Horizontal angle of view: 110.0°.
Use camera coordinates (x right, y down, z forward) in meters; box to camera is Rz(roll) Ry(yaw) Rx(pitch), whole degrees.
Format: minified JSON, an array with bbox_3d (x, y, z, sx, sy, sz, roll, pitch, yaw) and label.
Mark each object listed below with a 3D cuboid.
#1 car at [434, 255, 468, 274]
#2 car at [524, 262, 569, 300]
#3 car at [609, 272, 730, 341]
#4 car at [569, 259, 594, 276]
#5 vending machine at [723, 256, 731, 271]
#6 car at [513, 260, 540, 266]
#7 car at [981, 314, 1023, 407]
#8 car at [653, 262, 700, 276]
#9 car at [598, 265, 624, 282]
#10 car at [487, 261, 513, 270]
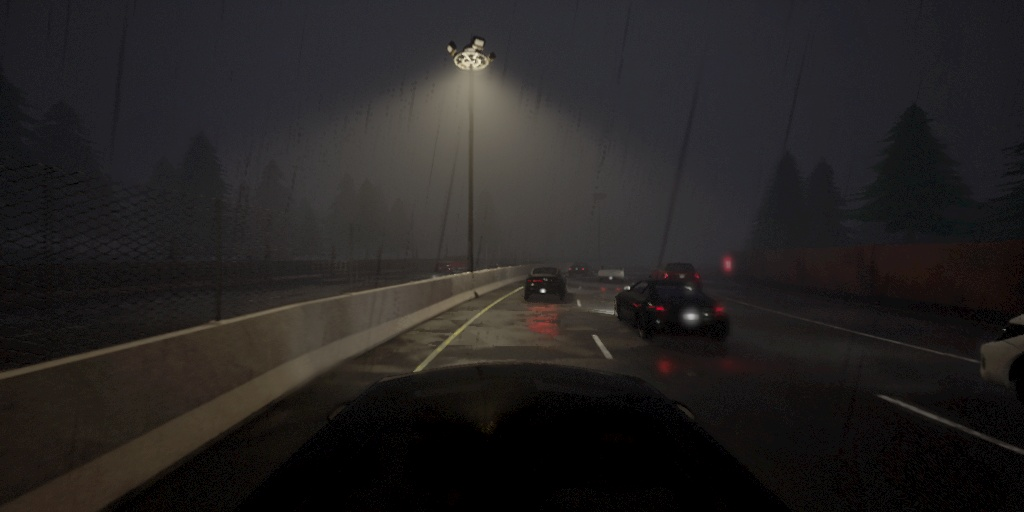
[{"bbox_3d":[-6.571,0.913,40.499,2.150,2.045,5.566,0,0,22],"label":"car"},{"bbox_3d":[1.739,1.251,17.833,1.837,1.490,4.892,0,0,10],"label":"car"},{"bbox_3d":[4.175,1.327,9.997,1.994,1.385,4.181,0,0,5],"label":"car"},{"bbox_3d":[7.146,1.306,36.749,2.033,1.411,5.357,0,0,22],"label":"car"},{"bbox_3d":[28.041,1.042,46.608,1.100,2.100,0.880,0,0,34],"label":"vending machine"},{"bbox_3d":[2.268,1.236,43.404,1.837,1.490,4.892,0,0,25],"label":"car"},{"bbox_3d":[7.165,1.004,2.189,2.150,2.045,5.566,0,0,1],"label":"car"},{"bbox_3d":[9.630,1.132,21.392,2.097,1.767,4.553,0,0,12],"label":"car"},{"bbox_3d":[8.151,1.369,29.201,1.895,1.301,4.718,0,0,18],"label":"car"},{"bbox_3d":[-1.333,1.315,44.021,1.895,1.301,4.718,0,0,24],"label":"car"}]
